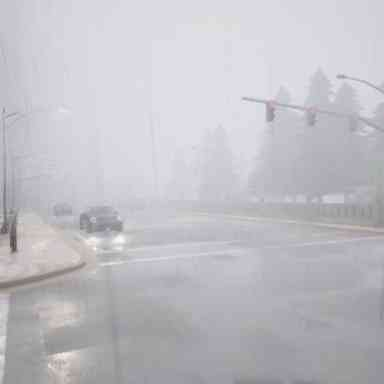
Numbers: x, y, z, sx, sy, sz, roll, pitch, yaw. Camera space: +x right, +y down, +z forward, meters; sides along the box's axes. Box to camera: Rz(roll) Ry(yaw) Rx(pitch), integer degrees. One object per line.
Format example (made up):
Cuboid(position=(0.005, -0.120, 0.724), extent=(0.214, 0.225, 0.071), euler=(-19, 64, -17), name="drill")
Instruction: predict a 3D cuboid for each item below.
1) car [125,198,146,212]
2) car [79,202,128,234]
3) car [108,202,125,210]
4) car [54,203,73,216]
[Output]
Cuboid(position=(-8.638, 1.883, 50.106), extent=(2.150, 2.045, 5.566), euler=(0, -1, -27), name="car")
Cuboid(position=(-6.088, 1.700, 22.063), extent=(2.097, 1.767, 4.553), euler=(0, -1, -27), name="car")
Cuboid(position=(-13.568, 2.408, 59.520), extent=(1.895, 1.301, 4.718), euler=(0, -1, -27), name="car")
Cuboid(position=(-16.022, 2.149, 41.270), extent=(1.837, 1.490, 4.892), euler=(0, -1, -27), name="car")
